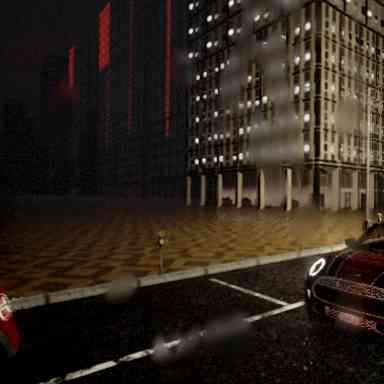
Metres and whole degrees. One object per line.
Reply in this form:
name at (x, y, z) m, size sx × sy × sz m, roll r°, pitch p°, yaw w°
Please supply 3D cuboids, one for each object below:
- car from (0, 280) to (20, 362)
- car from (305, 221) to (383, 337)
car at (-4.205, 1.443, 3.500) m, size 4.097 × 1.590 × 1.967 m, roll 0°, pitch 1°, yaw -35°
car at (4.228, 1.338, 6.395) m, size 4.553 × 1.767 × 2.097 m, roll 0°, pitch 0°, yaw -36°
